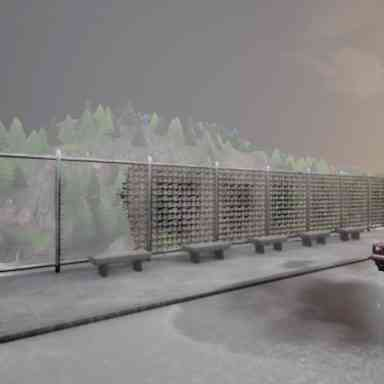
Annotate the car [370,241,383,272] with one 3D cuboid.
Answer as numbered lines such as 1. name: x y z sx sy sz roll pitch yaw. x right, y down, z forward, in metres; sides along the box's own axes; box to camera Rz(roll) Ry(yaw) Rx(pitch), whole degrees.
1. car: 7.271 1.659 9.827 4.718 1.301 1.895 0 0 -36
